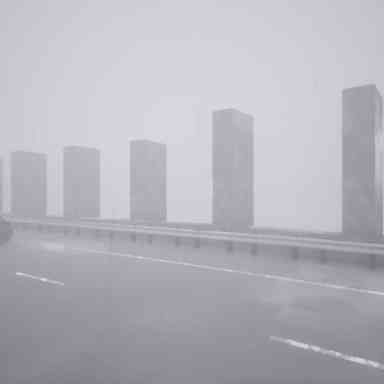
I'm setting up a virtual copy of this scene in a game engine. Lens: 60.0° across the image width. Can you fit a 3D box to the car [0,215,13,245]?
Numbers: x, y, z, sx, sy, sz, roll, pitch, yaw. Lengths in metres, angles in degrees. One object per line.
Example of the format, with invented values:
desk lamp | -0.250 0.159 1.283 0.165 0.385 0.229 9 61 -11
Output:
car | -9.718 1.514 14.265 4.892 1.490 1.837 0 0 31
